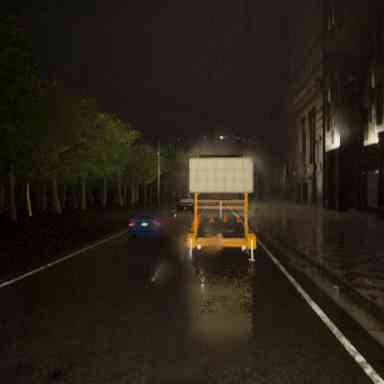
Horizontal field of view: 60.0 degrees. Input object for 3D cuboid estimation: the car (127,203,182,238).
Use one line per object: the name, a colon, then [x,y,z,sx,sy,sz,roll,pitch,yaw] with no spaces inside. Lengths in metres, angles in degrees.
car: [-1.955,1.536,17.574,2.033,1.411,5.357,0,0,4]

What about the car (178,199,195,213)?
car: [-0.536,1.515,36.894,2.128,1.511,4.902,0,0,4]

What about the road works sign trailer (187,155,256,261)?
road works sign trailer: [1.065,0.450,12.265,2.380,3.560,2.880,0,0,4]
